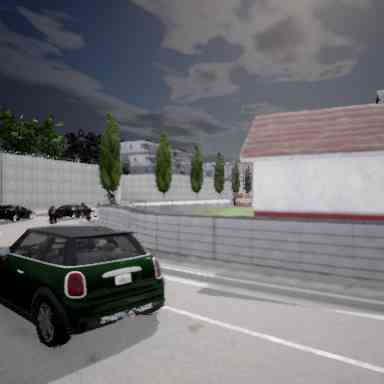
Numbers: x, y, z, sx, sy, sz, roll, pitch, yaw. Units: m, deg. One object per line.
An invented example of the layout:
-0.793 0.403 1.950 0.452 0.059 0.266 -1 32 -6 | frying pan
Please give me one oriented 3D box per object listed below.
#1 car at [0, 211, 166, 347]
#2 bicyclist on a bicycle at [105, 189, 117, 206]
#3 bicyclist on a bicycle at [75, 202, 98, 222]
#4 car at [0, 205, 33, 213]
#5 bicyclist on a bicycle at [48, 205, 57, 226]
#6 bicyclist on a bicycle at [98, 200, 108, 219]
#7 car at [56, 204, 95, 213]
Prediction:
-2.653 1.448 6.807 4.553 1.767 2.097 -1 -1 43 | car
-7.471 0.534 30.191 1.656 1.620 0.582 -2 -2 29 | bicyclist on a bicycle
-8.844 1.675 27.437 1.656 1.620 0.582 0 -1 -9 | bicyclist on a bicycle
-16.320 1.960 30.530 1.837 1.490 4.892 -2 -1 1 | car
-10.030 1.792 23.913 0.582 1.620 1.656 0 -1 -26 | bicyclist on a bicycle
-8.034 1.687 28.711 0.582 1.620 1.656 0 -1 -36 | bicyclist on a bicycle
-11.856 1.974 34.070 1.837 1.490 4.892 -2 -1 18 | car
